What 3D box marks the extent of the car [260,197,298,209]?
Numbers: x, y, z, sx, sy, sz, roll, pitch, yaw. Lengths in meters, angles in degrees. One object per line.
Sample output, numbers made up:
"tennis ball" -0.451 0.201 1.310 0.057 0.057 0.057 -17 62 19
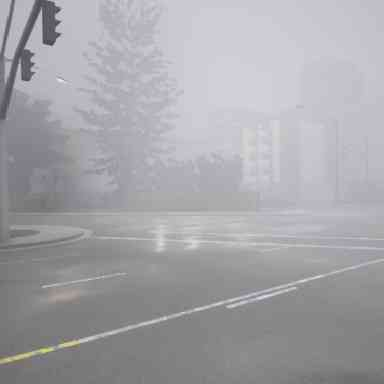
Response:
"car" 9.547 1.193 37.665 1.895 1.301 4.718 -1 1 -35
